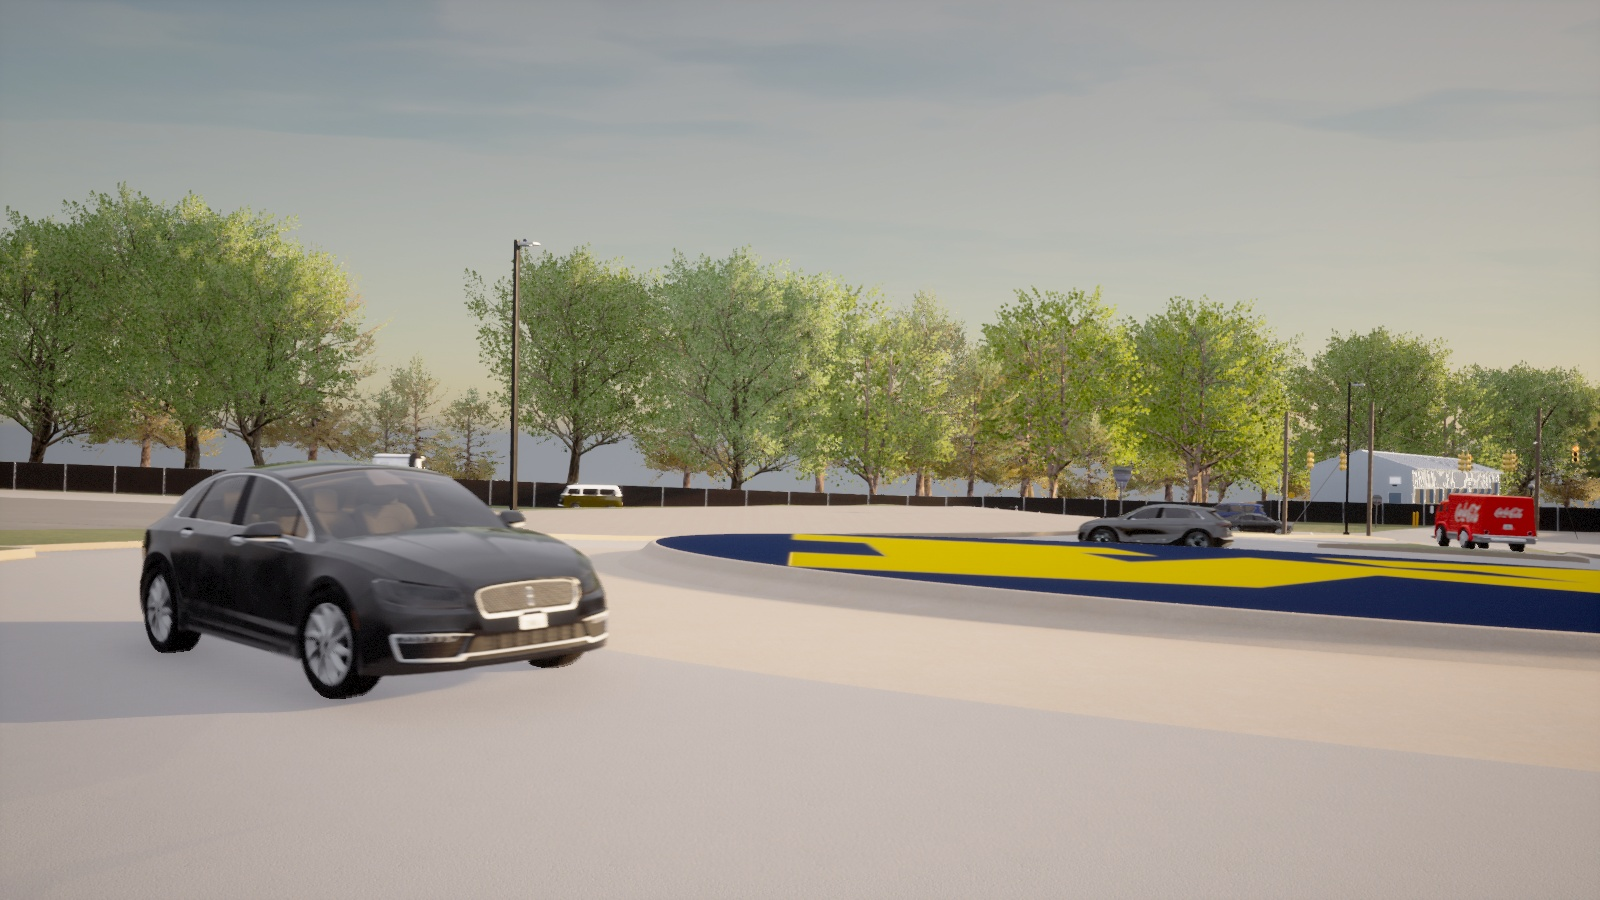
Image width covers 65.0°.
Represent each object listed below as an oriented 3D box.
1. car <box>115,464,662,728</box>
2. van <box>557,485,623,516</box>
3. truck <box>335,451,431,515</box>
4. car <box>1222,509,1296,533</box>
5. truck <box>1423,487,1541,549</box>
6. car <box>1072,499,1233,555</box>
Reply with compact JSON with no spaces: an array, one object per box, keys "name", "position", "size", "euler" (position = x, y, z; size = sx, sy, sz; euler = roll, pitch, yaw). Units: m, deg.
[{"name":"car","position":[-3.361,0.880,9.581],"size":[4.892,1.490,1.837],"euler":[-1,0,44]},{"name":"van","position":[-15.044,3.621,89.890],"size":[4.480,2.038,2.069],"euler":[2,0,-15]},{"name":"truck","position":[-24.061,1.991,72.863],"size":[2.891,3.462,7.936],"euler":[0,-3,0]},{"name":"car","position":[32.630,5.035,89.427],"size":[4.892,1.490,1.837],"euler":[1,1,18]},{"name":"truck","position":[30.528,2.987,56.469],"size":[2.627,2.467,5.204],"euler":[2,-1,3]},{"name":"car","position":[11.415,2.455,40.629],"size":[4.856,1.649,2.033],"euler":[0,-3,21]}]
